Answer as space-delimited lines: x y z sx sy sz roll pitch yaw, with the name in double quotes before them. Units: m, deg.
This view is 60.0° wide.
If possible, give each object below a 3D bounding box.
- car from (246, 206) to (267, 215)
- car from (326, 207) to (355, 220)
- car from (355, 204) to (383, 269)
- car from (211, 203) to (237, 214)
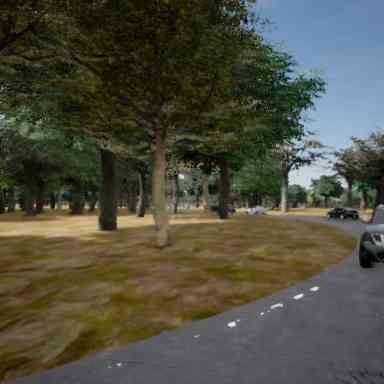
"car" 11.189 3.156 57.624 1.812 1.442 4.674 2 -2 -22
"car" 18.066 2.579 40.055 1.837 1.490 4.892 1 -2 -8
"car" 7.342 1.441 11.531 2.150 2.045 5.566 0 -1 34
"car" 6.112 2.930 61.371 2.150 2.045 5.566 2 -3 -22
